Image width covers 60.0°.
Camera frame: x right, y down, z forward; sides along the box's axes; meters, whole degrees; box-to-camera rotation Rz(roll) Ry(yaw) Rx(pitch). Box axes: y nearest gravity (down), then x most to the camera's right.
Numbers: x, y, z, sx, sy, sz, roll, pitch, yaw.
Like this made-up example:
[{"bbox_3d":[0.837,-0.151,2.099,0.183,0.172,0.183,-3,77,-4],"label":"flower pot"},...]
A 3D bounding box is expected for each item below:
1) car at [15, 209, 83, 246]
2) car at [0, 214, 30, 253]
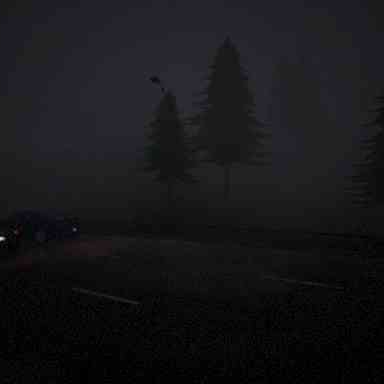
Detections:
[{"bbox_3d":[-7.603,1.579,15.888,5.008,1.535,1.882,-1,-1,21],"label":"car"},{"bbox_3d":[-8.595,1.655,12.519,4.181,1.385,1.994,-1,0,22],"label":"car"}]
